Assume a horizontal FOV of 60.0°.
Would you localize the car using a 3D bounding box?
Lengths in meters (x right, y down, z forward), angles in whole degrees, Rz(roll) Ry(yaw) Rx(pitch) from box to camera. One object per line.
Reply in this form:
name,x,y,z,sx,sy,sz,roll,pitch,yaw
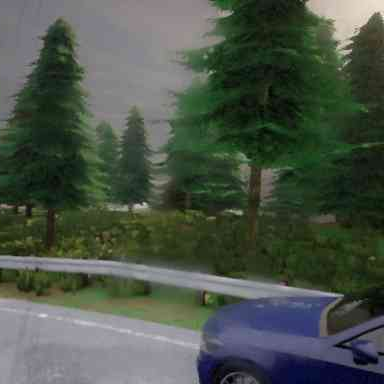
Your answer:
car,2.267,1.576,3.072,4.674,1.442,1.812,0,-1,31
